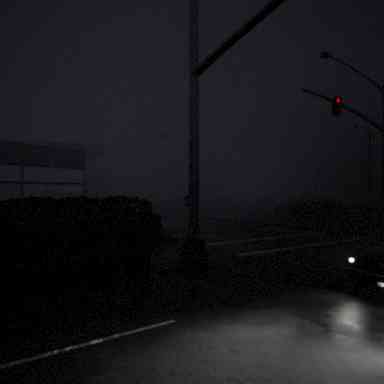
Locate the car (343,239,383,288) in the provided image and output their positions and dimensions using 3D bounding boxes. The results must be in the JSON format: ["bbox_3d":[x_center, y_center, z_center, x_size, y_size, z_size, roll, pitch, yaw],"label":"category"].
[{"bbox_3d":[5.735,1.602,8.112,4.718,1.301,1.895,0,0,-36],"label":"car"}]

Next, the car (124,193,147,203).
[{"bbox_3d":[-10.857,1.081,63.669,3.866,1.878,1.905,0,0,-35],"label":"car"}]

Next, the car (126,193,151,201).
[{"bbox_3d":[-9.446,1.365,60.597,3.806,1.475,1.970,0,0,-35],"label":"car"}]

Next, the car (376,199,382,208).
[{"bbox_3d":[25.646,1.390,43.204,3.806,1.475,1.970,0,0,-35],"label":"car"}]

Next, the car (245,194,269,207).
[{"bbox_3d":[9.758,1.324,46.699,3.633,1.501,1.845,0,0,-35],"label":"car"}]

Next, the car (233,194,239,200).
[{"bbox_3d":[9.545,1.239,77.992,3.806,1.475,1.970,0,0,-35],"label":"car"}]

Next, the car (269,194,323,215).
[{"bbox_3d":[10.288,1.334,32.595,5.027,1.636,2.152,0,0,-35],"label":"car"}]

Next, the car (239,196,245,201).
[{"bbox_3d":[13.499,1.161,72.926,5.027,1.636,2.152,0,0,-35],"label":"car"}]

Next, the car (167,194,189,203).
[{"bbox_3d":[-2.530,1.103,65.502,4.605,1.855,1.932,0,0,-35],"label":"car"}]

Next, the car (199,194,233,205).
[{"bbox_3d":[4.048,1.303,54.900,4.514,1.523,2.007,0,0,-35],"label":"car"}]

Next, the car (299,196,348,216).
[{"bbox_3d":[12.134,1.343,30.058,4.514,1.523,2.007,0,0,-35],"label":"car"}]
